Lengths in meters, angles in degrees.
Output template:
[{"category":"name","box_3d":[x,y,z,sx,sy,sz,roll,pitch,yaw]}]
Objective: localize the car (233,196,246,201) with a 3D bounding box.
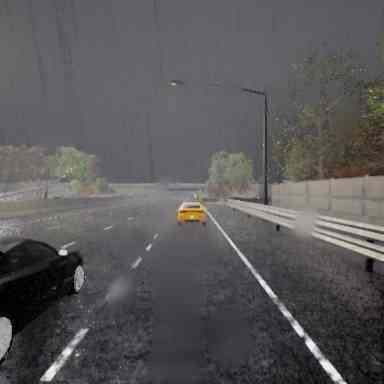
[{"category":"car","box_3d":[12.054,1.971,85.084,2.150,2.045,5.566,0,-1,26]}]

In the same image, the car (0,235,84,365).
[{"category":"car","box_3d":[-3.399,1.479,5.697,1.882,1.535,5.008,0,0,0]}]

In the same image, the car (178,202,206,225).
[{"category":"car","box_3d":[-0.004,1.494,24.427,1.882,1.535,5.008,0,0,0]}]
